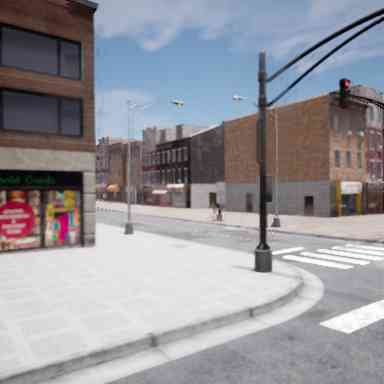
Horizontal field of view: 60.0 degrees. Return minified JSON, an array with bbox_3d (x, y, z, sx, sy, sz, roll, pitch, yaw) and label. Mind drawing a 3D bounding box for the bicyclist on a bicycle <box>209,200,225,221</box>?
[{"bbox_3d":[1.955,1.450,25.687,1.656,1.620,0.582,-1,1,-36],"label":"bicyclist on a bicycle"}]
